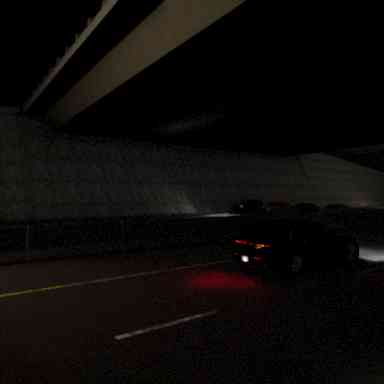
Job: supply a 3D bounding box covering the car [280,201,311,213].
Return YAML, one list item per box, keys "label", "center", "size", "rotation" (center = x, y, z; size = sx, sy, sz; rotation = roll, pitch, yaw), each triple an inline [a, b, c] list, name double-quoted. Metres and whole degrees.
- label: "car"
  center: [11.510, 1.809, 34.111]
  size: [4.674, 1.442, 1.812]
  rotation: [1, -1, -36]

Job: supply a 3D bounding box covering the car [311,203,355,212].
- label: "car"
  center: [13.582, 1.797, 31.291]
  size: [4.674, 1.442, 1.812]
  rotation: [1, 0, -36]

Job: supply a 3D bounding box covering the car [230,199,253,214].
- label: "car"
  center: [6.635, 1.653, 39.218]
  size: [4.553, 1.767, 2.097]
  rotation: [1, 0, -36]

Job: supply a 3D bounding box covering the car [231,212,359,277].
- label: "car"
  center: [3.430, 1.594, 10.628]
  size: [4.892, 1.490, 1.837]
  rotation: [0, 0, -36]

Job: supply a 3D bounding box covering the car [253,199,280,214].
- label: "car"
  center: [9.445, 1.773, 36.937]
  size: [5.008, 1.535, 1.882]
  rotation: [1, -1, -36]
